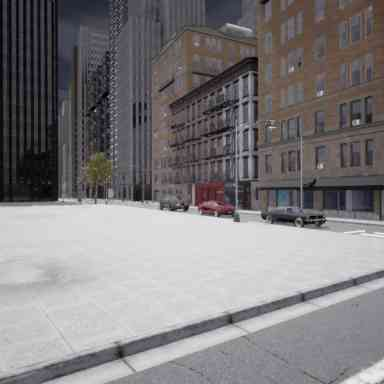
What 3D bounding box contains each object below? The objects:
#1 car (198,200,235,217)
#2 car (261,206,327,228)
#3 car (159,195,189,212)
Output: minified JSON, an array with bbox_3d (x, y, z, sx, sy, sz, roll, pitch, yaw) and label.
[{"bbox_3d":[2.321,1.608,32.490,1.882,1.535,5.008,0,0,-26],"label":"car"},{"bbox_3d":[6.953,1.676,23.092,1.895,1.301,4.718,0,0,-26],"label":"car"},{"bbox_3d":[-2.357,1.408,42.013,2.150,2.045,5.566,0,0,-27],"label":"car"}]
